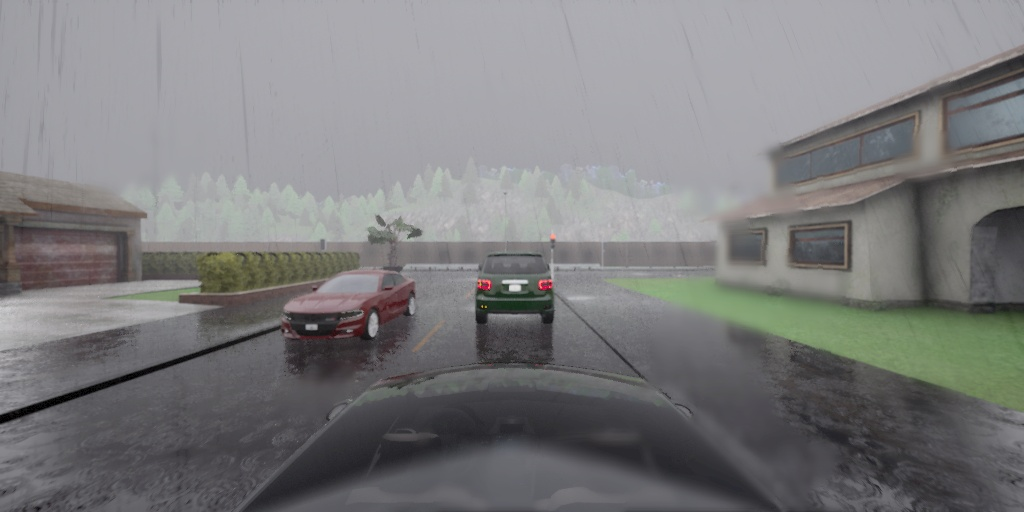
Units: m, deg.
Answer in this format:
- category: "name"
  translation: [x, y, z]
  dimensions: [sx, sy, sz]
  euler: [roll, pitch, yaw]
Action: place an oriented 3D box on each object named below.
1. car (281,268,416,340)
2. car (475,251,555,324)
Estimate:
- category: "car"
  translation: [-4.074, 1.130, 9.800]
  dimensions: [1.882, 1.535, 5.008]
  euler: [0, 1, 0]
- category: "car"
  translation: [0.071, 0.851, 11.562]
  dimensions: [2.150, 2.045, 5.566]
  euler: [0, 1, 0]
